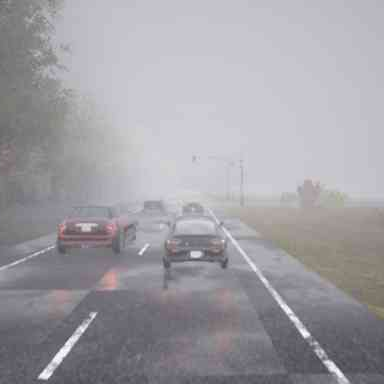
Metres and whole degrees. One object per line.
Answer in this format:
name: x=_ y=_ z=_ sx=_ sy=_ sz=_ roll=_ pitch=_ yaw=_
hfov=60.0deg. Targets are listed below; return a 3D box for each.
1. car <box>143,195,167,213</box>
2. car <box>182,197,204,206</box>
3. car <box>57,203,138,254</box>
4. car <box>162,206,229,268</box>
car: x=-3.413 y=1.057 z=31.231 sx=1.882 sy=1.535 sz=5.008 roll=0 pitch=1 yaw=0
car: x=0.092 y=1.139 z=28.750 sx=1.812 sy=1.442 sz=4.674 roll=0 pitch=1 yaw=0
car: x=-3.406 y=1.179 z=12.849 sx=2.097 sy=1.767 sz=4.553 roll=0 pitch=1 yaw=0
car: x=0.095 y=1.383 z=10.667 sx=1.812 sy=1.442 sz=4.674 roll=0 pitch=0 yaw=0
